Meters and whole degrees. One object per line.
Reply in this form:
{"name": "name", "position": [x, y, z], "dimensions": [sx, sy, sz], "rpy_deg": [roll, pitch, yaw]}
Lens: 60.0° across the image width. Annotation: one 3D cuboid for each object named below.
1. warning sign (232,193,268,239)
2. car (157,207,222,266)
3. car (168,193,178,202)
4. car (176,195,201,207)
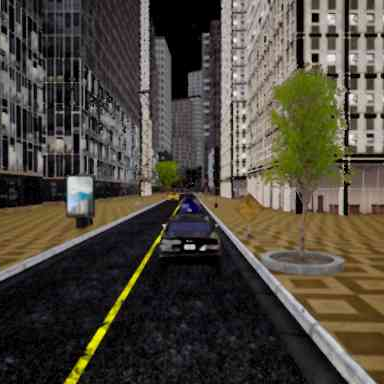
{"name": "warning sign", "position": [2.408, 0.973, 13.994], "dimensions": [1.300, 1.860, 1.060], "rpy_deg": [0, 1, 0]}
{"name": "car", "position": [-0.060, 1.434, 11.038], "dimensions": [2.033, 1.411, 5.357], "rpy_deg": [0, 1, 0]}
{"name": "car", "position": [-3.263, 0.914, 59.541], "dimensions": [1.882, 1.535, 5.008], "rpy_deg": [0, 1, 0]}
{"name": "car", "position": [-0.177, 1.241, 28.885], "dimensions": [1.812, 1.442, 4.674], "rpy_deg": [0, 1, 0]}
